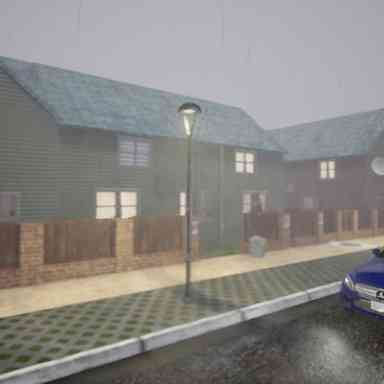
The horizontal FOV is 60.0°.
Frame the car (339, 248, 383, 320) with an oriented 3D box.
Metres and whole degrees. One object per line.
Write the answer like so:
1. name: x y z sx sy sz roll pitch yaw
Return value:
1. car: 4.878 1.609 6.677 4.674 1.442 1.812 1 -1 -36
